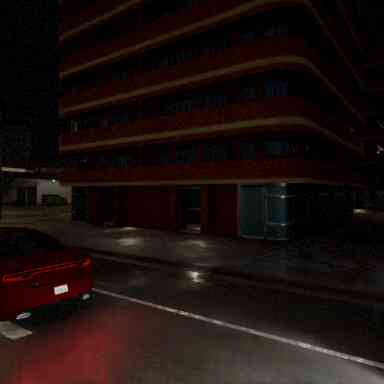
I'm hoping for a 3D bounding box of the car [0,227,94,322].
[{"bbox_3d":[-4.207,1.478,6.996,5.008,1.535,1.882,0,0,35],"label":"car"}]
